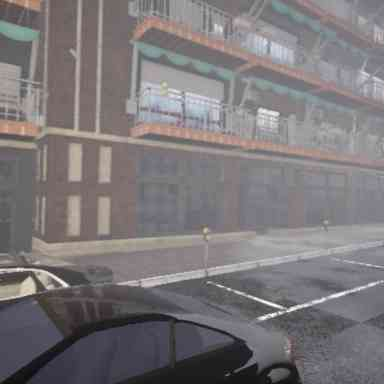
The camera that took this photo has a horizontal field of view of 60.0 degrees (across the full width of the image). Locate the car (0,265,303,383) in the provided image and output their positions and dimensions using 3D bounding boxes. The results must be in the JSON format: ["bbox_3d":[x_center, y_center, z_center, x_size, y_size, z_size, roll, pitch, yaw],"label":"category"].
[{"bbox_3d":[-1.018,1.569,2.650,4.181,1.385,1.994,1,0,-35],"label":"car"}]

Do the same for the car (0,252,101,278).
[{"bbox_3d":[-3.128,1.550,4.298,4.403,1.369,2.008,1,1,-35],"label":"car"}]
